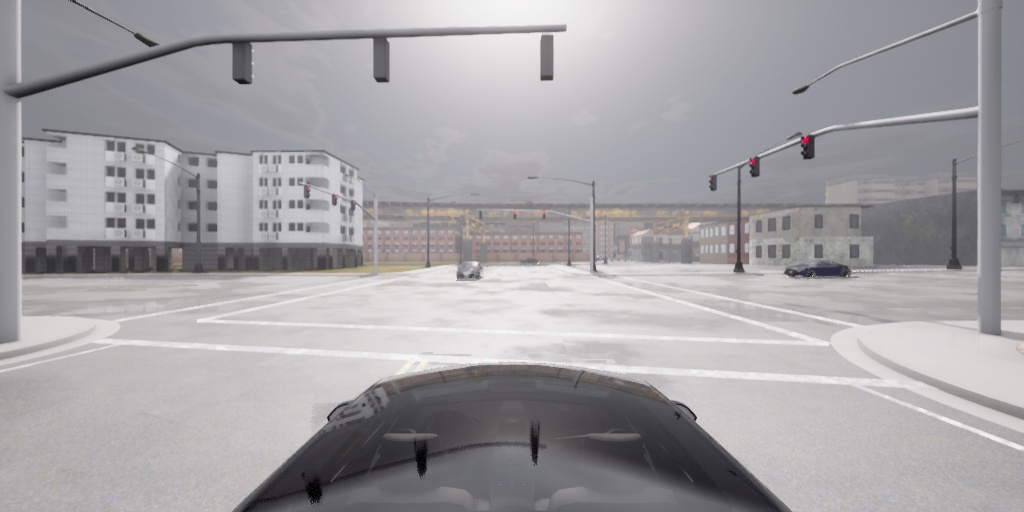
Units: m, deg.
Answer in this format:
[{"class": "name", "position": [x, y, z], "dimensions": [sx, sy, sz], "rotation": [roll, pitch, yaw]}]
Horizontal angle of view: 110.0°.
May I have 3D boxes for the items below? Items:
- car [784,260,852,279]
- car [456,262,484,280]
[{"class": "car", "position": [24.028, 1.036, 28.277], "dimensions": [4.181, 1.385, 1.994], "rotation": [-1, 0, 1]}, {"class": "car", "position": [-3.452, 1.226, 29.950], "dimensions": [2.128, 1.511, 4.902], "rotation": [0, 0, 0]}]
